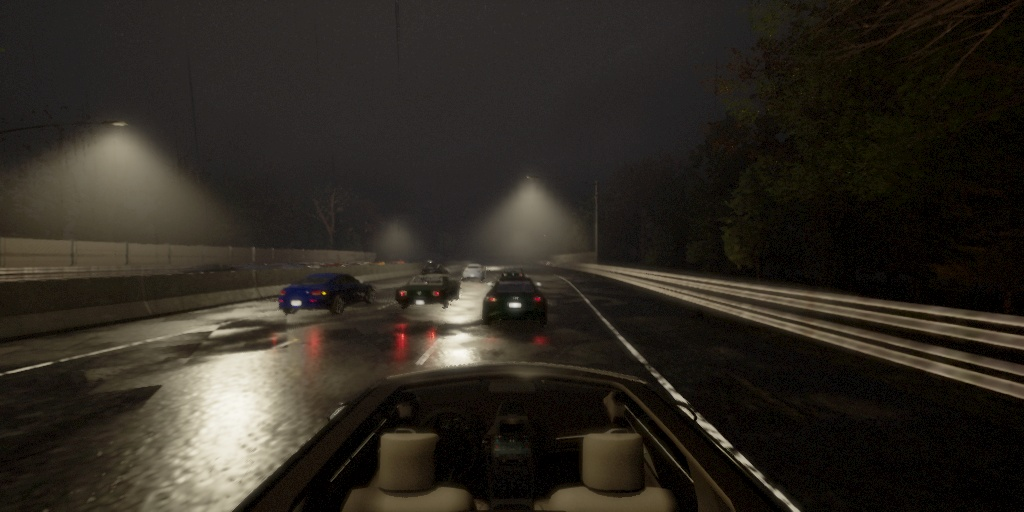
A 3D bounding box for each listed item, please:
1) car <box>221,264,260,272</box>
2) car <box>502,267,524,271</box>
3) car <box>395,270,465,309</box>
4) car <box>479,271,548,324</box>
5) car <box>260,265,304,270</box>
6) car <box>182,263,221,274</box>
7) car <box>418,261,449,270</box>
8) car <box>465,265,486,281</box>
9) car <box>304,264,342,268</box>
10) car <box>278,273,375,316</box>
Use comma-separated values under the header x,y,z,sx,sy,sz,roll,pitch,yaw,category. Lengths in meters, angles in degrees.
x,y,z,sx,sy,sz,roll,pitch,yaw,category
-24.592,1.534,34.457,2.033,1.411,5.357,0,0,0,car
0.100,1.560,30.583,1.895,1.301,4.718,0,0,0,car
-3.401,1.448,15.529,1.895,1.301,4.718,0,0,0,car
0.093,1.389,12.249,1.994,1.385,4.181,0,0,0,car
-21.093,1.534,34.475,2.033,1.411,5.357,0,0,0,car
-27.917,1.455,33.313,1.882,1.535,5.008,0,0,-1,car
-6.899,1.475,32.207,1.837,1.490,4.892,0,-1,0,car
-3.410,1.504,33.185,1.812,1.442,4.674,0,0,0,car
-17.592,1.514,34.606,1.812,1.442,4.674,0,0,0,car
-6.906,1.359,13.787,1.812,1.442,4.674,0,0,0,car
